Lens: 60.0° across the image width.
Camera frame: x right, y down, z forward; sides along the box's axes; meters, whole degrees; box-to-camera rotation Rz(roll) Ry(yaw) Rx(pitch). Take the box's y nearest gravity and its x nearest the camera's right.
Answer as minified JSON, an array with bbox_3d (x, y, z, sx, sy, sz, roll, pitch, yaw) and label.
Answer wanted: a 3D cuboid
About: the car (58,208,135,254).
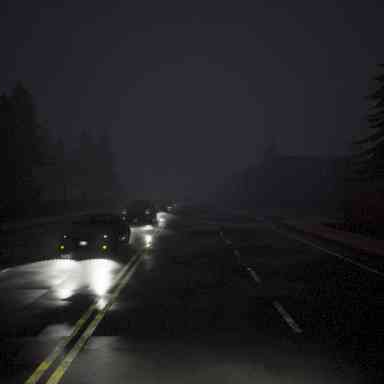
[{"bbox_3d":[-3.715,1.564,13.301,1.994,1.385,4.181,0,0,-1],"label":"car"}]

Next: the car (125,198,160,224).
[{"bbox_3d":[-3.823,1.351,24.684,2.097,1.767,4.553,0,0,-1],"label":"car"}]

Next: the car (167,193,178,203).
[{"bbox_3d":[-4.136,1.211,68.138,2.150,2.045,5.566,0,1,0],"label":"car"}]

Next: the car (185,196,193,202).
[{"bbox_3d":[-0.691,1.540,74.213,2.033,1.411,5.357,0,0,-1],"label":"car"}]

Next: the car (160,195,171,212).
[{"bbox_3d":[-3.953,1.492,38.901,2.128,1.511,4.902,0,0,0],"label":"car"}]

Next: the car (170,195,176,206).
[{"bbox_3d":[-4.081,1.546,52.388,2.033,1.411,5.357,0,0,0],"label":"car"}]

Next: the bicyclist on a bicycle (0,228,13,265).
[{"bbox_3d":[-6.370,1.455,10.212,1.656,1.620,0.582,-2,0,-3],"label":"bicyclist on a bicycle"}]
